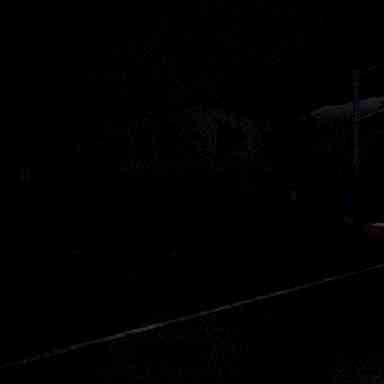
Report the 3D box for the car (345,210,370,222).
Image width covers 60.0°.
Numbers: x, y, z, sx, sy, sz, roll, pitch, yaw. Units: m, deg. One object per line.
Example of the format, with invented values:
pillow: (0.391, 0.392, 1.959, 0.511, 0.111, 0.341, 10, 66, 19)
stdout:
car: (10.698, 1.507, 24.896, 1.812, 1.442, 4.674, 0, 0, -41)
